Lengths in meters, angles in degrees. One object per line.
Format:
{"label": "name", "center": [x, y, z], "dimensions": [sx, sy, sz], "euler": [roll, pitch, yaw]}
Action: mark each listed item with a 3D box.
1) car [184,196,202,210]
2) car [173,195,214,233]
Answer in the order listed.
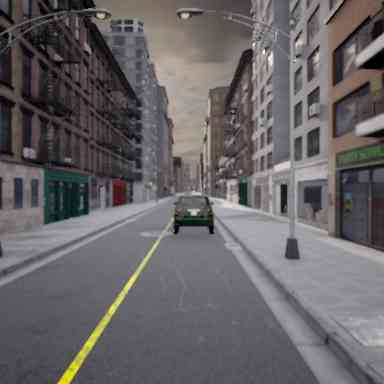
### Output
{"label": "car", "center": [0.091, 1.343, 40.734], "dimensions": [2.128, 1.511, 4.902], "euler": [0, 0, 0]}
{"label": "car", "center": [0.096, 1.155, 19.237], "dimensions": [2.150, 2.045, 5.566], "euler": [0, 0, 0]}
